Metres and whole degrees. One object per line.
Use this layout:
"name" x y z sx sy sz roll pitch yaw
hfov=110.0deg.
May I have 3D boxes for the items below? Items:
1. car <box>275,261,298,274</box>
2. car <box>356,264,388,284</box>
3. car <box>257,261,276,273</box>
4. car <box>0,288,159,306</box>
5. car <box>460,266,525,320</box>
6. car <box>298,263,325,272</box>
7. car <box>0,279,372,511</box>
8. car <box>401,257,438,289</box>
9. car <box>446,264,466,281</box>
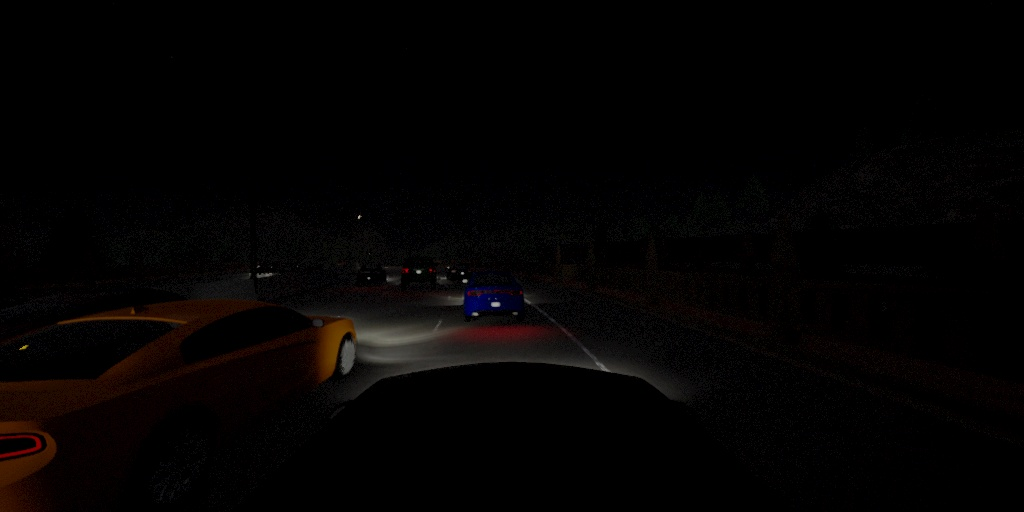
"car" -29.222 1.564 47.597 2.128 1.511 4.902 0 0 -21
"car" -10.759 1.369 27.689 2.128 1.511 4.902 0 0 -15
"car" -33.958 1.468 50.206 2.097 1.767 4.553 0 0 -21
"car" -7.217 1.321 6.668 1.812 1.442 4.674 0 0 -3
"car" -0.741 1.257 12.825 1.882 1.535 5.008 0 0 -6
"car" -23.511 1.615 42.465 1.895 1.301 4.718 0 0 -21
"car" -3.603 1.249 4.278 1.882 1.535 5.008 0 0 -1
"car" -6.184 1.059 24.070 2.150 2.045 5.566 0 0 -13
"car" -4.666 1.408 31.683 1.994 1.385 4.181 0 0 -16
